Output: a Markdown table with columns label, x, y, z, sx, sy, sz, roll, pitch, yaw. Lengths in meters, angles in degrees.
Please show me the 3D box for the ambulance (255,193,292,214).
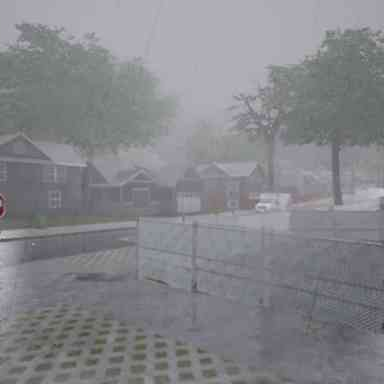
| label | x | y | z | sx | sy | sz | roll | pitch | yaw |
| --- | --- | --- | --- | --- | --- | --- | --- | --- | --- |
| ambulance | 9.348 | 1.400 | 38.235 | 2.351 | 2.431 | 6.366 | 0 | 0 | 36 |
